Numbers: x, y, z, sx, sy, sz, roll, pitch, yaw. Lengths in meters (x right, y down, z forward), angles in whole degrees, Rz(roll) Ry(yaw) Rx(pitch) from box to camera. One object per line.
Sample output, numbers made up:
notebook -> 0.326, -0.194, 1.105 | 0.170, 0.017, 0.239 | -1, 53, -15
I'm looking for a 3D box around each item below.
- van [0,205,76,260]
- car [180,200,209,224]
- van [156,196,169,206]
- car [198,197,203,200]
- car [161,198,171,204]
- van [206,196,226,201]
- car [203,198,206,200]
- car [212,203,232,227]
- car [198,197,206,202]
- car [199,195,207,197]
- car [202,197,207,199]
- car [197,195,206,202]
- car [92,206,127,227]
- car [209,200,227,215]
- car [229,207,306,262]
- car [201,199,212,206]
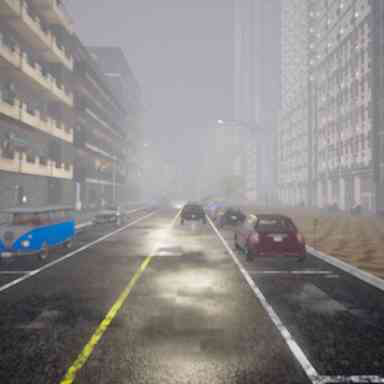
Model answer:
van -> -5.691, 1.404, 12.314 | 1.690, 1.788, 3.998 | 0, 0, 0
car -> 0.092, 1.616, 26.487 | 1.882, 1.535, 5.008 | 0, -1, 0
van -> -5.704, 1.692, 62.018 | 1.690, 1.788, 3.998 | 0, 0, 0
car -> 0.089, 1.793, 44.802 | 2.033, 1.411, 5.357 | 0, 0, 0
car -> -5.708, 1.988, 73.063 | 1.947, 1.339, 4.313 | 0, 0, 0
van -> 2.684, 1.525, 34.407 | 1.690, 1.788, 3.998 | 0, 0, 0
car -> 2.682, 1.768, 39.928 | 2.008, 1.369, 4.403 | 0, 0, 0
car -> 2.686, 1.687, 23.360 | 1.947, 1.339, 4.313 | 0, 0, 0
car -> 2.669, 2.101, 89.633 | 1.947, 1.339, 4.313 | 0, 0, 0
car -> 2.678, 1.631, 56.499 | 2.192, 1.841, 5.009 | 0, 0, 0
car -> 2.679, 1.833, 50.973 | 2.008, 1.369, 4.403 | 0, 0, 0
car -> 2.667, 1.889, 95.158 | 2.192, 1.841, 5.009 | 0, 0, 0
car -> -5.694, 1.673, 23.358 | 2.008, 1.369, 4.403 | 0, 0, 0
car -> 2.685, 1.697, 28.883 | 1.887, 1.381, 4.507 | 0, 0, 0
car -> 2.690, 1.502, 12.314 | 1.967, 1.590, 4.097 | 0, 0, 0
car -> 2.676, 1.916, 62.019 | 1.947, 1.339, 4.313 | 0, 0, 0
